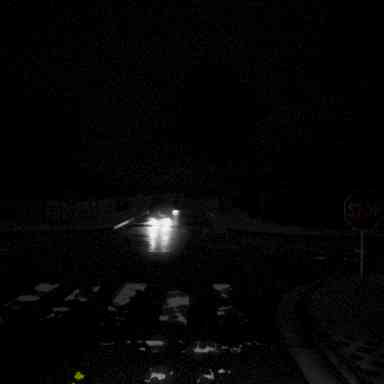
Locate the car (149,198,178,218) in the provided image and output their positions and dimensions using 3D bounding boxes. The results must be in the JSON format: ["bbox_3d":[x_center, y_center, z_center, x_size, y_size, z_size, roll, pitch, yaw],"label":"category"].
[{"bbox_3d":[-2.730,1.456,30.126,2.128,1.511,4.902,0,0,0],"label":"car"}]
